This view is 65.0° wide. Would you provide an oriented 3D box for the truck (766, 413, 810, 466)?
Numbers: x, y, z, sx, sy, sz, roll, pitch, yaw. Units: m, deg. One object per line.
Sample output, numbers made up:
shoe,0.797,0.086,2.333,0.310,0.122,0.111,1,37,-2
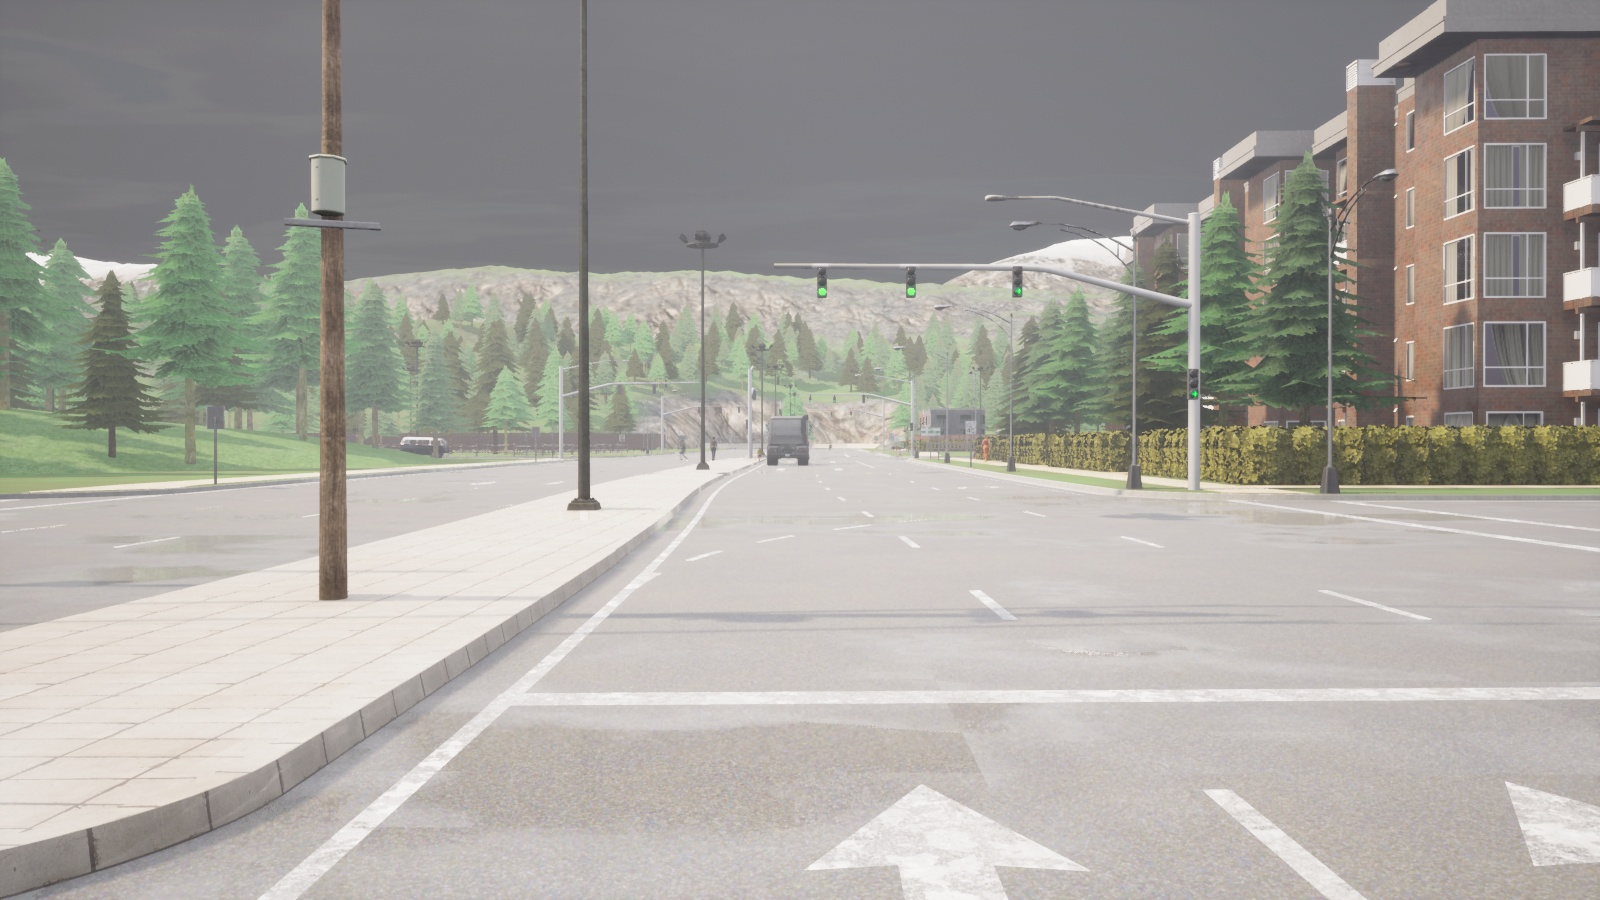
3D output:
truck,-0.789,-0.723,86.340,2.891,3.462,7.936,0,0,0
